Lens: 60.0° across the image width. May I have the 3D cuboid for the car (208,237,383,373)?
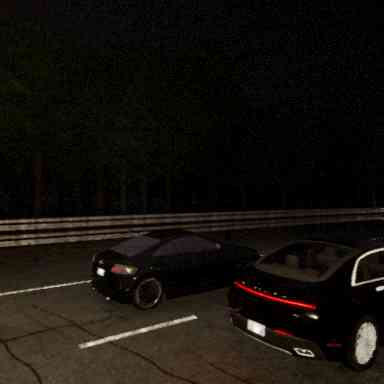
[{"bbox_3d":[2.808,1.552,5.753,4.892,1.490,1.837,1,0,-36],"label":"car"}]

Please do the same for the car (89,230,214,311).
[{"bbox_3d":[-0.219,1.600,7.891,4.181,1.385,1.994,1,0,-36],"label":"car"}]
